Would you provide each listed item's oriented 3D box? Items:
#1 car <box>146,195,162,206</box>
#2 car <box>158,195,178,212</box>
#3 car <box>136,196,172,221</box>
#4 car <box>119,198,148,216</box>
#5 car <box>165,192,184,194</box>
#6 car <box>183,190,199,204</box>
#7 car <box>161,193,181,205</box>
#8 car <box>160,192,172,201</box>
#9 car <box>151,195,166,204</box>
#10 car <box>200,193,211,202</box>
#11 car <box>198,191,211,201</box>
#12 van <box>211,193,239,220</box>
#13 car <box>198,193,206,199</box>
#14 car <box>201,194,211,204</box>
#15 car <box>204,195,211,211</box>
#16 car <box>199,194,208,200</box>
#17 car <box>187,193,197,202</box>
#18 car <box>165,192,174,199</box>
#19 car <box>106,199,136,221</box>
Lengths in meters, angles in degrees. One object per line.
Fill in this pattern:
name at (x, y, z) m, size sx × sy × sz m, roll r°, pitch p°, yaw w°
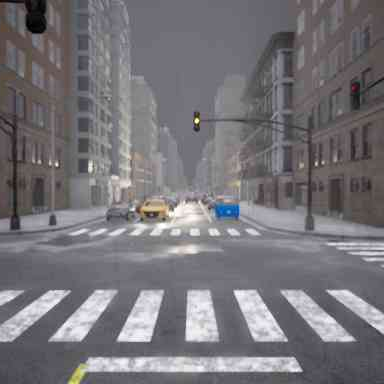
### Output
car at (-5.415, 1.236, 48.205) m, size 1.752 × 1.417 × 4.829 m, roll 0°, pitch 0°, yaw 0°
car at (-2.820, 1.357, 34.882) m, size 1.994 × 1.385 × 4.181 m, roll 0°, pitch 0°, yaw 0°
car at (-2.847, 1.324, 25.931) m, size 1.882 × 1.535 × 5.008 m, roll 0°, pitch 0°, yaw 0°
car at (-5.406, 1.359, 31.330) m, size 1.887 × 1.381 × 4.507 m, roll 0°, pitch 0°, yaw 0°
car at (-2.818, 1.187, 50.652) m, size 2.128 × 1.511 × 4.902 m, roll 0°, pitch 0°, yaw 1°
car at (-0.032, 1.014, 55.758) m, size 2.097 × 1.767 × 4.553 m, roll 0°, pitch 0°, yaw 0°
car at (-2.810, 1.265, 43.639) m, size 1.812 × 1.442 × 4.674 m, roll 0°, pitch 0°, yaw 1°
car at (-5.428, 0.875, 71.100) m, size 2.192 × 1.841 × 5.009 m, roll 0°, pitch 0°, yaw 0°
car at (-5.418, 1.239, 54.057) m, size 1.947 × 1.339 × 4.313 m, roll 0°, pitch 0°, yaw 0°
car at (2.600, 1.038, 65.429) m, size 1.967 × 1.590 × 4.097 m, roll 0°, pitch 0°, yaw 0°
car at (2.607, 0.988, 54.066) m, size 2.192 × 1.841 × 5.009 m, roll 0°, pitch 0°, yaw 0°
van at (2.622, 1.189, 25.660) m, size 1.690 × 1.788 × 3.998 m, roll 0°, pitch 0°, yaw 0°
car at (2.587, 1.014, 88.154) m, size 1.947 × 1.339 × 4.313 m, roll 0°, pitch 0°, yaw 0°
car at (2.610, 1.292, 48.386) m, size 1.802 × 1.307 × 4.206 m, roll 0°, pitch 0°, yaw 0°
car at (2.616, 1.363, 37.023) m, size 1.802 × 1.307 × 4.206 m, roll 0°, pitch 0°, yaw 0°
car at (2.594, 1.074, 76.792) m, size 2.008 × 1.369 × 4.403 m, roll 0°, pitch 0°, yaw 0°
car at (-0.038, 1.073, 65.790) m, size 1.882 × 1.535 × 5.008 m, roll 0°, pitch 0°, yaw 0°
car at (-5.434, 0.926, 82.465) m, size 1.967 × 1.590 × 4.097 m, roll 0°, pitch 0°, yaw 0°
car at (-5.403, 1.398, 25.648) m, size 2.008 × 1.369 × 4.403 m, roll 0°, pitch 0°, yaw 0°
